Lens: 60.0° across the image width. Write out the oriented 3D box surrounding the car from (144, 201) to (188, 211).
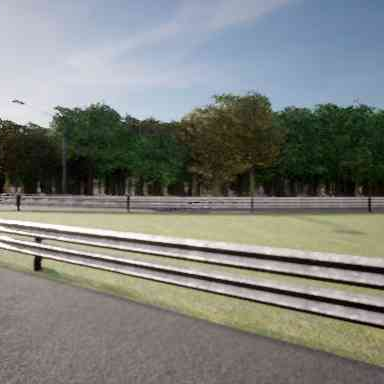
[{"bbox_3d":[-2.434,1.126,32.017,4.181,1.385,1.994,0,0,5],"label":"car"}]
